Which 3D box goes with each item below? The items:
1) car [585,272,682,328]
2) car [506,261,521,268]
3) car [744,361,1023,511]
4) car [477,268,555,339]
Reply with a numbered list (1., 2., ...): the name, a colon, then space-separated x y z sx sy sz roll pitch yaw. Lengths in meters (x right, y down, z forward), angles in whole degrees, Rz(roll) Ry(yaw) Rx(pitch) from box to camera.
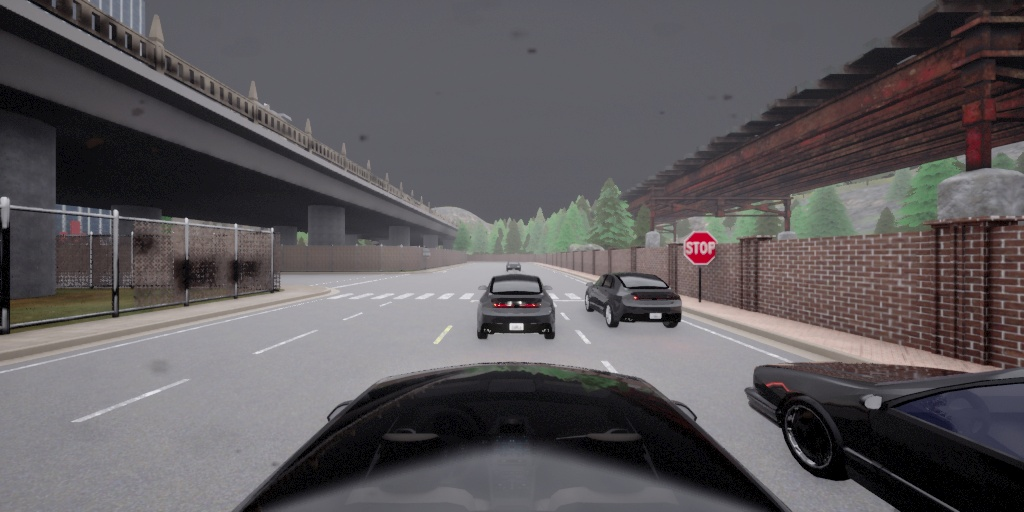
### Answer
1. car: 3.600 1.255 11.393 1.837 1.490 4.892 0 0 0
2. car: 0.184 1.351 46.316 1.895 1.301 4.718 0 0 -1
3. car: 3.600 1.297 1.647 2.033 1.411 5.357 0 0 0
4. car: 0.099 1.255 10.034 1.837 1.490 4.892 0 0 0
